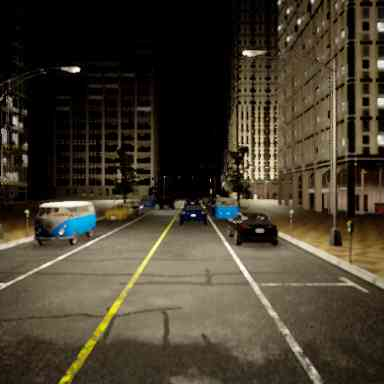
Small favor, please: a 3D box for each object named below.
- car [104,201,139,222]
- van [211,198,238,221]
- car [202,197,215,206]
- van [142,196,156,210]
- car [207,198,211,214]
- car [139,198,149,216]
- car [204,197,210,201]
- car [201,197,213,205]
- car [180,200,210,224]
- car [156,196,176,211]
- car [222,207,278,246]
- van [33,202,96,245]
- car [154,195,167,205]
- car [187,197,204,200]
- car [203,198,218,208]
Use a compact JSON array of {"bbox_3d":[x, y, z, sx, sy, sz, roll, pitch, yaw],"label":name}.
[{"bbox_3d":[-5.692,1.538,26.406,1.752,1.417,4.829,0,0,0],"label":"car"},{"bbox_3d":[2.689,1.354,26.577,1.690,1.788,3.998,0,0,0],"label":"van"},{"bbox_3d":[2.686,1.528,55.091,1.752,1.417,4.829,0,0,0],"label":"car"},{"bbox_3d":[-5.693,1.351,43.581,1.690,1.788,3.998,0,0,0],"label":"van"},{"bbox_3d":[2.688,1.578,32.245,1.947,1.339,4.313,0,0,0],"label":"car"},{"bbox_3d":[-5.693,1.563,32.243,2.008,1.369,4.403,0,0,0],"label":"car"},{"bbox_3d":[2.687,1.577,37.914,1.947,1.339,4.313,0,0,0],"label":"car"},{"bbox_3d":[2.686,1.548,60.589,2.008,1.369,4.403,0,0,0],"label":"car"},{"bbox_3d":[0.098,1.577,25.021,1.994,1.385,4.181,0,0,0],"label":"car"},{"bbox_3d":[-3.094,1.536,42.011,1.812,1.442,4.674,0,0,0],"label":"car"},{"bbox_3d":[2.689,1.577,15.239,1.947,1.339,4.313,0,0,0],"label":"car"},{"bbox_3d":[-5.691,1.352,15.238,1.690,1.788,3.998,0,0,0],"label":"van"},{"bbox_3d":[-5.694,1.437,60.586,1.967,1.590,4.097,0,0,0],"label":"car"},{"bbox_3d":[0.094,1.363,41.931,2.097,1.767,4.553,0,0,0],"label":"car"},{"bbox_3d":[2.687,1.558,49.250,2.008,1.369,4.403,0,0,0],"label":"car"}]
